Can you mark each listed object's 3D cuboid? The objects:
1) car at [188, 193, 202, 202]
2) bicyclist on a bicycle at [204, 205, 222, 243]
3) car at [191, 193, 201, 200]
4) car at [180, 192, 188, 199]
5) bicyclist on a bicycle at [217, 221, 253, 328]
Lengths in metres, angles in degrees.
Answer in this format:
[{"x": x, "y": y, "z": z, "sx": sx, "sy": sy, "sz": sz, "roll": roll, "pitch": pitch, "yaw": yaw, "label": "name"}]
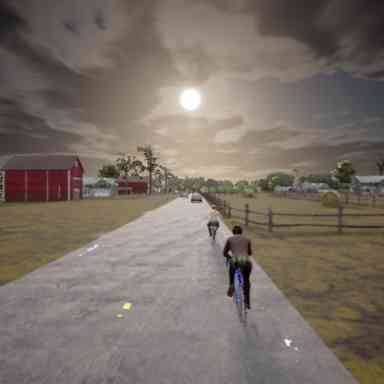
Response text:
[{"x": 0.847, "y": 1.096, "z": 61.515, "sx": 1.994, "sy": 1.385, "sz": 4.181, "roll": 0, "pitch": 0, "yaw": 1, "label": "car"}, {"x": 0.952, "y": 1.379, "z": 14.653, "sx": 0.866, "sy": 1.612, "sz": 1.509, "roll": 0, "pitch": 0, "yaw": 1, "label": "bicyclist on a bicycle"}, {"x": 0.900, "y": 0.980, "z": 73.890, "sx": 2.033, "sy": 1.411, "sz": 5.357, "roll": 0, "pitch": 0, "yaw": 1, "label": "car"}, {"x": -1.783, "y": 0.859, "z": 79.656, "sx": 1.837, "sy": 1.490, "sz": 4.892, "roll": 0, "pitch": 0, "yaw": 1, "label": "car"}, {"x": 0.846, "y": 1.442, "z": 6.032, "sx": 0.582, "sy": 1.620, "sz": 1.656, "roll": 0, "pitch": 0, "yaw": 1, "label": "bicyclist on a bicycle"}]
